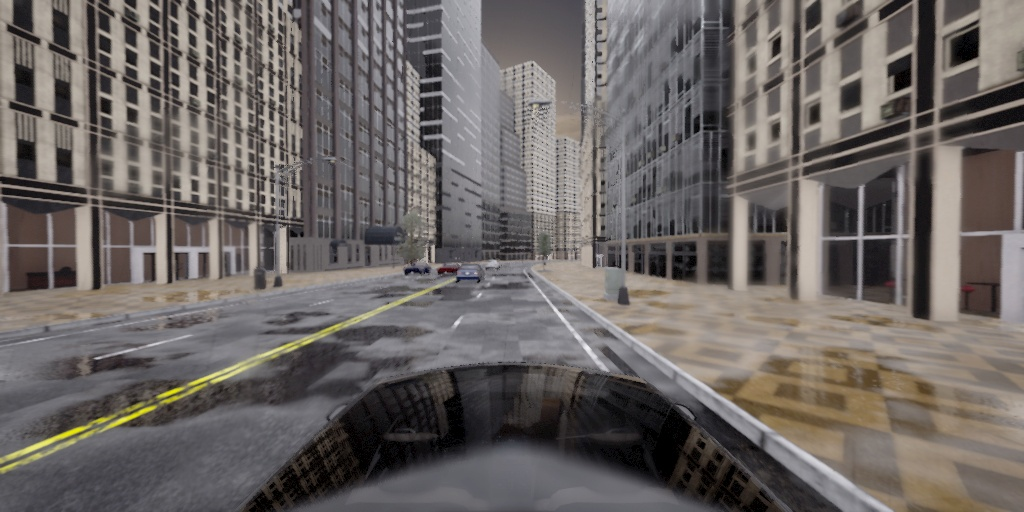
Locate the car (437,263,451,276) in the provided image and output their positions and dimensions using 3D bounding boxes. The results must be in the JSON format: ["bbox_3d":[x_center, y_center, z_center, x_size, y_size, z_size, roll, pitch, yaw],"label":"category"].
[{"bbox_3d":[-6.583,1.351,37.790,1.895,1.301,4.718,0,0,0],"label":"car"}]

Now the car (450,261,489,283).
[{"bbox_3d":[-3.193,1.293,28.156,2.033,1.411,5.357,0,0,0],"label":"car"}]

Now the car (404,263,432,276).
[{"bbox_3d":[-9.834,1.357,37.590,1.895,1.301,4.718,0,0,0],"label":"car"}]

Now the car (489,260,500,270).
[{"bbox_3d":[-2.837,1.277,53.498,1.812,1.442,4.674,0,0,3],"label":"car"}]
